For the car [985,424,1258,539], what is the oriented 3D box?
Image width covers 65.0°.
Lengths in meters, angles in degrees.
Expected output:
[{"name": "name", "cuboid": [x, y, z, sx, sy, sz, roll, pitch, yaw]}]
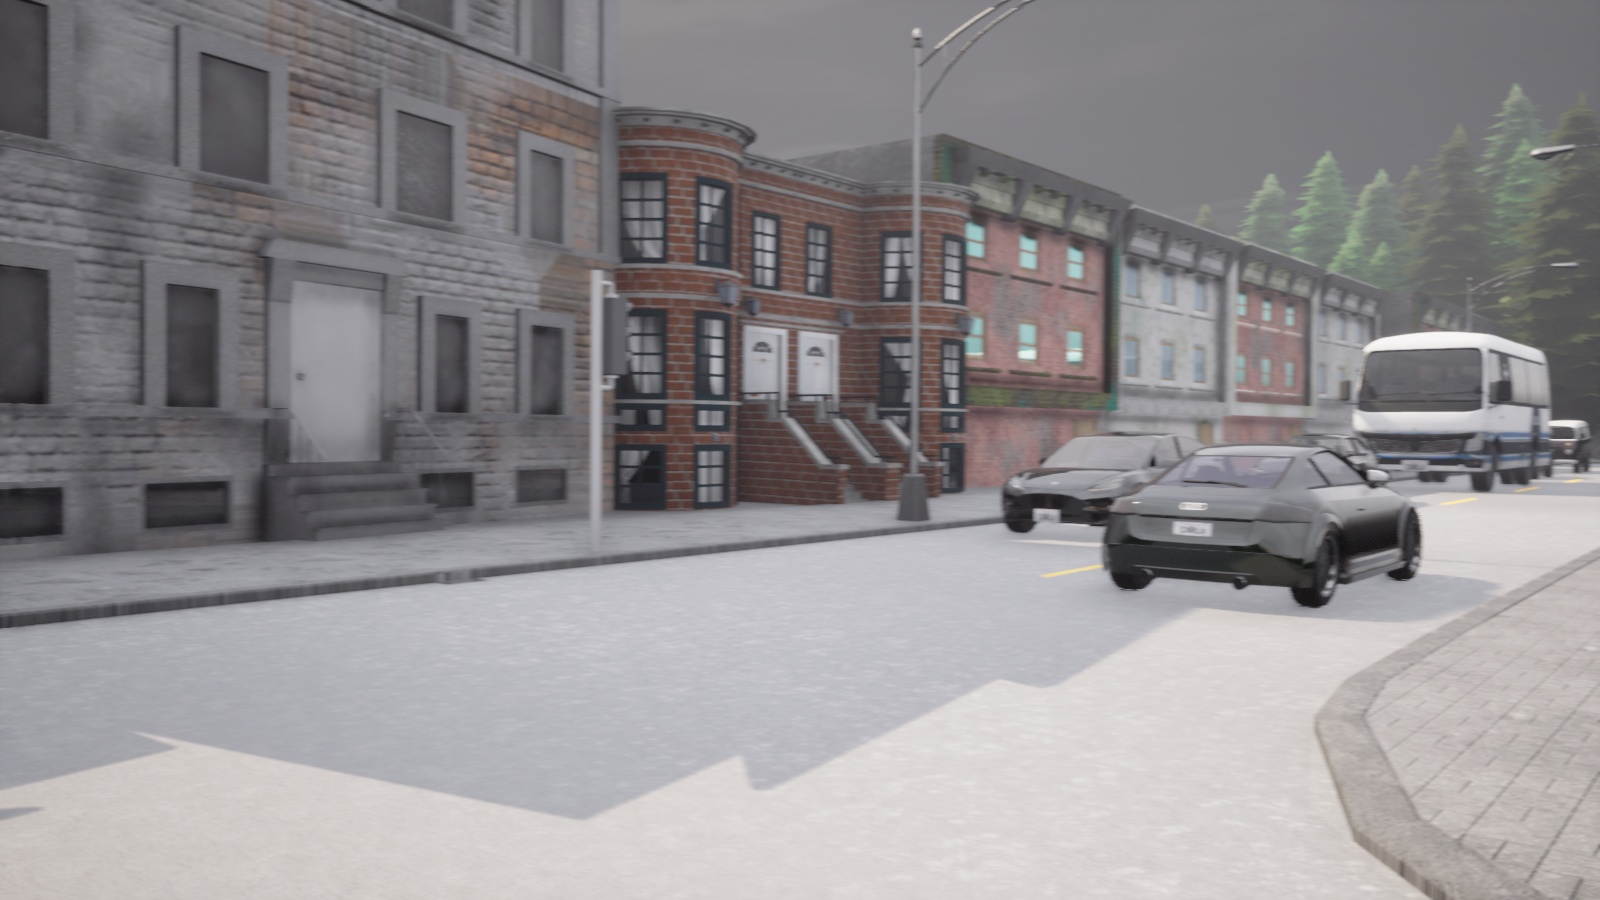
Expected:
[{"name": "car", "cuboid": [4.958, 0.368, 18.877, 2.163, 1.488, 4.792, 0, 1, 39]}]

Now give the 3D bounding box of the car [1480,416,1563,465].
[{"name": "car", "cuboid": [24.839, -0.344, 43.164, 1.851, 1.617, 3.988, 0, 1, 39]}]

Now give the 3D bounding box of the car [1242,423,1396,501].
[{"name": "car", "cuboid": [10.847, 0.201, 26.089, 1.816, 1.474, 4.193, 0, 1, 39]}]

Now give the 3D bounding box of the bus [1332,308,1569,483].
[{"name": "bus", "cuboid": [18.767, -1.433, 35.750, 3.944, 4.253, 10.273, 0, 1, 39]}]

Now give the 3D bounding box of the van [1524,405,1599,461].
[{"name": "van", "cuboid": [30.476, -0.705, 50.041, 2.069, 2.038, 4.480, 0, 3, 39]}]

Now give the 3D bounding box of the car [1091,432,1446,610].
[{"name": "car", "cuboid": [4.723, 0.542, 12.282, 1.994, 1.385, 4.181, 0, 1, 39]}]
